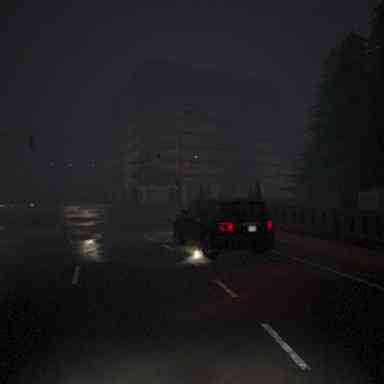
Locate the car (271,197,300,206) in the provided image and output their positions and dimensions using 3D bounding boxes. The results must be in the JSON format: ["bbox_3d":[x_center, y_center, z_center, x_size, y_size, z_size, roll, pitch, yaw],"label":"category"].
[{"bbox_3d":[15.734,1.542,56.111,4.674,1.442,1.812,0,0,-26],"label":"car"}]

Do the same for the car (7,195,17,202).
[{"bbox_3d":[-44.411,1.518,82.128,1.882,1.535,5.008,0,0,-26],"label":"car"}]

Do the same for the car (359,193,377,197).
[{"bbox_3d":[31.529,0.787,60.042,5.566,2.045,2.150,0,0,-27],"label":"car"}]

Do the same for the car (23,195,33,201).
[{"bbox_3d":[-41.273,1.545,83.680,2.128,1.511,4.902,0,0,-26],"label":"car"}]

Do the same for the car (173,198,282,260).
[{"bbox_3d":[0.971,1.233,12.881,2.150,2.045,5.566,0,0,-20],"label":"car"}]

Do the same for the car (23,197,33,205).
[{"bbox_3d":[-34.428,1.816,69.841,1.882,1.535,5.008,0,0,-26],"label":"car"}]

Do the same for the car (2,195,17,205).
[{"bbox_3d":[-37.553,1.584,68.262,2.150,2.045,5.566,0,0,-26],"label":"car"}]

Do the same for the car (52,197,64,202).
[{"bbox_3d":[-33.092,1.896,82.932,1.994,1.385,4.181,0,0,-26],"label":"car"}]

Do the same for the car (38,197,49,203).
[{"bbox_3d":[-36.053,1.886,81.025,1.812,1.442,4.674,0,0,-26],"label":"car"}]
